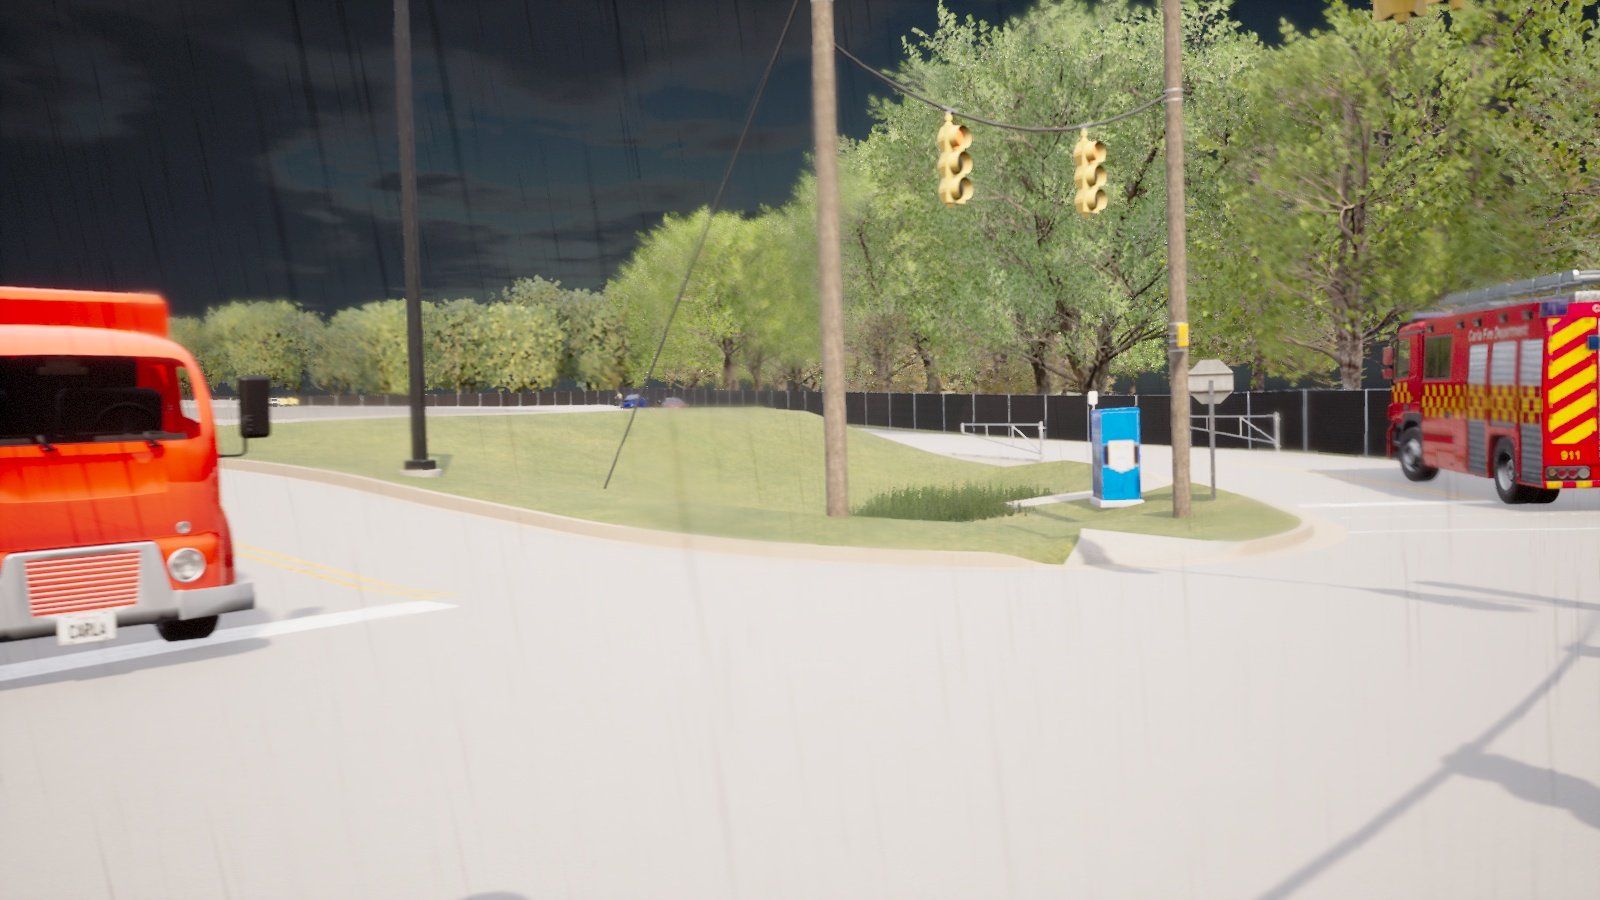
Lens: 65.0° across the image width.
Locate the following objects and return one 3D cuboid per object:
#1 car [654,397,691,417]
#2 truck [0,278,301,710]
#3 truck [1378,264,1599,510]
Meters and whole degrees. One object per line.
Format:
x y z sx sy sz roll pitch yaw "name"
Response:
-10.015 -3.378 98.279 1.994 1.385 4.181 -3 4 -19 "car"
-6.064 0.082 9.294 2.627 2.467 5.204 -4 6 -43 "truck"
13.715 -1.211 23.725 2.891 3.827 8.468 -2 3 10 "truck"
